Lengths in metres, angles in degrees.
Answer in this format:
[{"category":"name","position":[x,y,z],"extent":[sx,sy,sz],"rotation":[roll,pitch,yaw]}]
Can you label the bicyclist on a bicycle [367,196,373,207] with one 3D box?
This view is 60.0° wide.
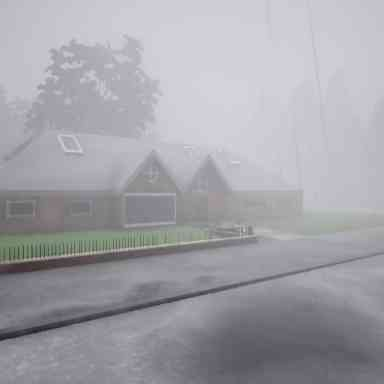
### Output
[{"category":"bicyclist on a bicycle","position":[25.055,1.347,46.847],"extent":[1.656,1.620,0.582],"rotation":[0,0,-35]}]
